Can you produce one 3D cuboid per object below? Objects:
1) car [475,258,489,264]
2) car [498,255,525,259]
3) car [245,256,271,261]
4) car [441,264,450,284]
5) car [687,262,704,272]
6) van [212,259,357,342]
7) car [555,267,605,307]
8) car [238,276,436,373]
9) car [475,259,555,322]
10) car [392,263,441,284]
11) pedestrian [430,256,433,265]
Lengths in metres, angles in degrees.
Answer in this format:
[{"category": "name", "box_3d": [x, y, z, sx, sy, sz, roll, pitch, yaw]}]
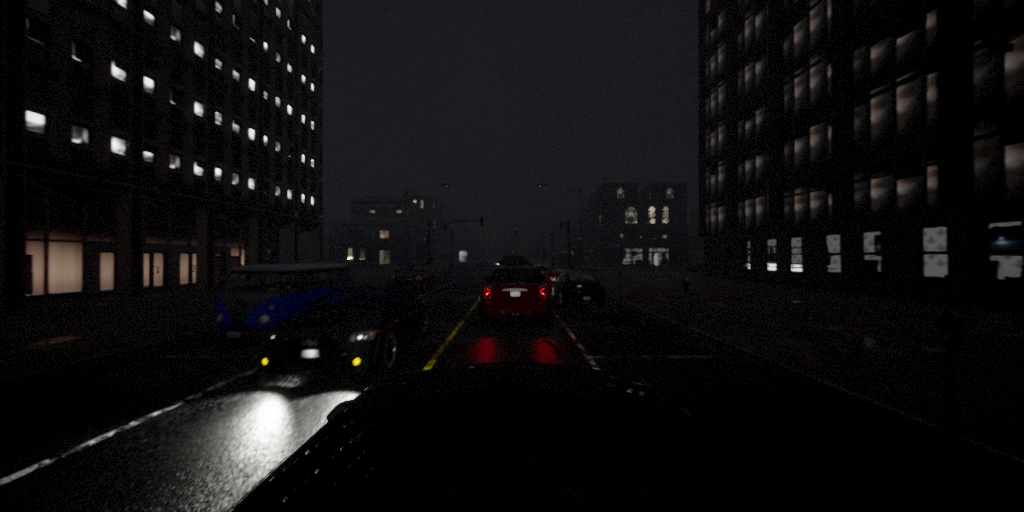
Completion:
[{"category": "car", "box_3d": [-5.695, 1.279, 64.591, 1.802, 1.307, 4.207, 0, 0, 0]}, {"category": "car", "box_3d": [0.097, 0.948, 28.343, 2.150, 2.045, 5.566, 0, 0, 0]}, {"category": "car", "box_3d": [-30.956, 0.876, 44.674, 5.009, 1.841, 2.192, 0, 0, 1]}, {"category": "car", "box_3d": [-5.693, 1.279, 26.513, 2.007, 1.370, 4.403, 0, 0, 0]}, {"category": "car", "box_3d": [23.639, 1.394, 43.803, 4.207, 1.307, 1.802, 0, 0, 1]}, {"category": "van", "box_3d": [-5.691, 1.084, 9.436, 1.690, 1.789, 3.998, 0, 0, 0]}, {"category": "car", "box_3d": [2.689, 1.289, 15.112, 2.007, 1.370, 4.403, 0, 0, 0]}, {"category": "car", "box_3d": [-3.102, 1.309, 7.501, 1.994, 1.385, 4.181, 0, 0, 0]}, {"category": "car", "box_3d": [0.094, 1.094, 12.319, 2.097, 1.767, 4.553, 0, 0, 0]}, {"category": "car", "box_3d": [-5.692, 1.173, 20.820, 1.967, 1.591, 4.097, 0, 0, 0]}, {"category": "pedestrian", "box_3d": [-12.556, 0.833, 55.723, 0.375, 1.860, 0.375, 0, -1, 1]}]
